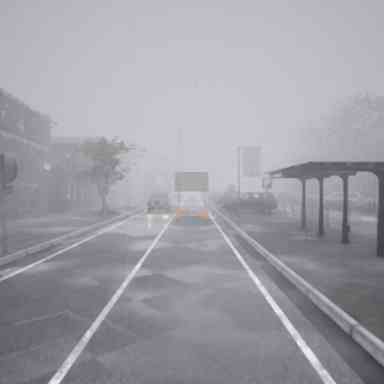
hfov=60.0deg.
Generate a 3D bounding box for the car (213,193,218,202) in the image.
[{"bbox_3d":[5.720,1.201,44.483,5.008,1.535,2.097,0,0,0],"label":"car"}]

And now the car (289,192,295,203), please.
[{"bbox_3d":[18.764,1.141,53.584,4.792,1.488,2.163,0,1,0],"label":"car"}]

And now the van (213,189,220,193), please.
[{"bbox_3d":[5.605,0.950,47.288,4.442,1.987,1.878,0,0,0],"label":"van"}]

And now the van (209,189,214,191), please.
[{"bbox_3d":[5.821,0.778,61.309,4.442,1.987,1.878,0,1,0],"label":"van"}]

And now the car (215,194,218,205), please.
[{"bbox_3d":[5.550,1.270,36.073,5.366,1.575,1.946,0,0,0],"label":"car"}]

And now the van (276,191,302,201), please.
[{"bbox_3d":[18.896,0.723,64.691,4.442,1.987,1.878,0,1,0],"label":"van"}]

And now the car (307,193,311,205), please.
[{"bbox_3d":[18.798,1.196,45.257,4.892,1.521,2.231,0,0,0],"label":"car"}]

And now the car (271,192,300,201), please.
[{"bbox_3d":[18.962,0.901,67.469,5.366,1.575,1.946,0,1,0],"label":"car"}]

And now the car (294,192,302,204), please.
[{"bbox_3d":[18.981,1.137,50.812,5.366,1.575,1.946,0,1,0],"label":"car"}]

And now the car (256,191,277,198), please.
[{"bbox_3d":[18.761,0.632,84.122,4.892,1.521,2.231,0,1,0],"label":"car"}]

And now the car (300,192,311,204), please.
[{"bbox_3d":[18.795,1.169,48.035,5.008,1.535,2.097,0,1,0],"label":"car"}]

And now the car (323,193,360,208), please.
[{"bbox_3d":[18.816,1.242,39.707,5.008,1.535,2.097,0,0,0],"label":"car"}]

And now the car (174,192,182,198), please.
[{"bbox_3d":[-3.242,0.647,75.105,1.882,1.535,5.008,0,1,0],"label":"car"}]

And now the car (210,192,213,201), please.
[{"bbox_3d":[5.744,1.147,52.895,4.792,1.488,2.163,0,1,0],"label":"car"}]

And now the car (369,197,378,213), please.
[{"bbox_3d":[18.639,1.334,28.605,5.366,1.575,1.946,0,0,0],"label":"car"}]

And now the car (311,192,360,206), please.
[{"bbox_3d":[18.779,0.967,42.481,5.566,2.045,2.435,0,0,0],"label":"car"}]

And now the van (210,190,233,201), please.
[{"bbox_3d":[5.814,0.686,66.913,4.442,1.987,1.878,0,1,0],"label":"van"}]

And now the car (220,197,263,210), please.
[{"bbox_3d":[5.735,1.289,38.877,4.674,1.452,2.002,0,0,0],"label":"car"}]

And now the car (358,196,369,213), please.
[{"bbox_3d":[18.850,1.343,31.381,4.792,1.488,2.163,0,0,0],"label":"car"}]

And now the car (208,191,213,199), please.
[{"bbox_3d":[5.714,1.044,58.505,4.892,1.521,2.231,0,1,0],"label":"car"}]

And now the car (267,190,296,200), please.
[{"bbox_3d":[18.801,0.607,70.240,5.566,2.045,2.435,0,1,0],"label":"car"}]

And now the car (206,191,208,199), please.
[{"bbox_3d":[5.672,0.707,64.109,5.566,2.045,2.435,0,1,0],"label":"car"}]

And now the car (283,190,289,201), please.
[{"bbox_3d":[18.758,0.784,59.138,5.566,2.045,2.435,0,1,0],"label":"car"}]

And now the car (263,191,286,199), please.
[{"bbox_3d":[18.797,0.641,75.794,4.553,1.767,2.185,0,1,0],"label":"car"}]

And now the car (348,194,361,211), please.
[{"bbox_3d":[18.824,1.291,34.156,4.892,1.521,2.231,0,0,0],"label":"car"}]

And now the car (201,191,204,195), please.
[{"bbox_3d":[5.651,0.431,80.927,5.566,2.045,2.435,0,1,0],"label":"car"}]

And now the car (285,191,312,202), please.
[{"bbox_3d":[18.819,1.103,56.367,4.792,1.488,2.163,0,1,0],"label":"car"}]

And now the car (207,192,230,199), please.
[{"bbox_3d":[5.684,0.821,72.523,4.892,1.521,2.231,0,1,0],"label":"car"}]

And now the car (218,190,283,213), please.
[{"bbox_3d":[5.711,1.045,33.268,5.566,2.045,2.435,0,1,0],"label":"car"}]

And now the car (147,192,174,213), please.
[{"bbox_3d":[-3.342,1.019,34.599,2.150,2.045,5.566,0,1,0],"label":"car"}]

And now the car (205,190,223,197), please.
[{"bbox_3d":[5.641,0.465,86.535,4.553,1.767,2.185,0,1,0],"label":"car"}]

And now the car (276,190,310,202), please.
[{"bbox_3d":[18.812,0.743,61.914,5.566,2.045,2.435,0,1,0],"label":"car"}]

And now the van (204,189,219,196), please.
[{"bbox_3d":[5.545,0.226,94.942,4.442,1.987,1.878,0,1,0],"label":"van"}]

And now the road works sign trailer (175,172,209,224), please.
[{"bbox_3d":[-0.001,0.360,23.533,2.380,3.560,2.880,0,0,-1],"label":"road works sign trailer"}]

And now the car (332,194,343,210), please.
[{"bbox_3d":[18.820,1.266,36.932,5.008,1.535,2.097,0,0,0],"label":"car"}]

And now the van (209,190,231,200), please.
[{"bbox_3d":[5.810,0.640,69.716,4.442,1.987,1.878,0,1,0],"label":"van"}]

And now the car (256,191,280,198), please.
[{"bbox_3d":[18.573,0.673,81.345,5.366,1.575,1.946,0,1,0],"label":"car"}]

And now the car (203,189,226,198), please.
[{"bbox_3d":[5.648,0.385,83.730,5.566,2.045,2.435,0,1,0],"label":"car"}]
